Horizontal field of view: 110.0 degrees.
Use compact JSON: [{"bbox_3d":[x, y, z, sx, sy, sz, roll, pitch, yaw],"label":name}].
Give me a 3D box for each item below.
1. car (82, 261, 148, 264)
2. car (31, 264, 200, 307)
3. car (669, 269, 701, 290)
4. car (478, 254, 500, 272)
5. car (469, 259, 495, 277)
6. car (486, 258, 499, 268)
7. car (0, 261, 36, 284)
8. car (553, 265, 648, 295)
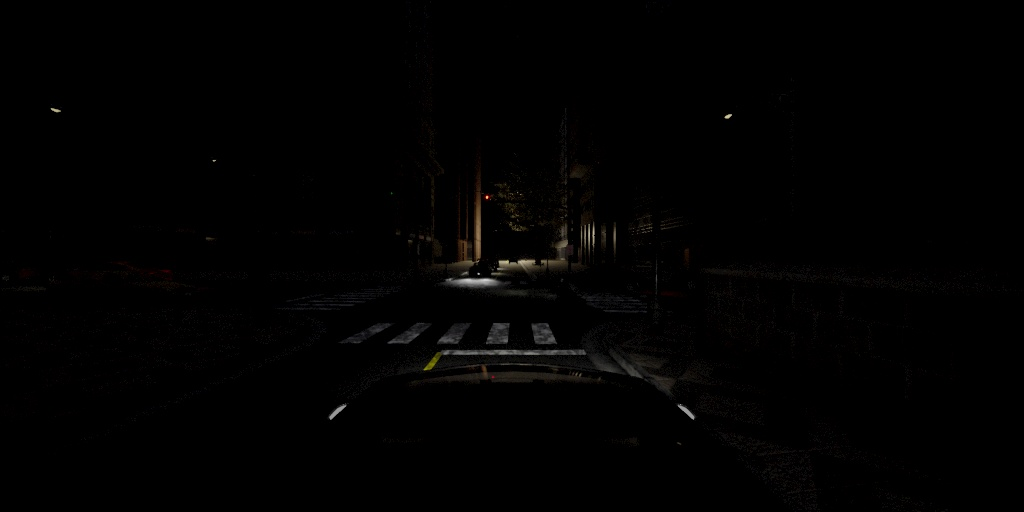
[{"bbox_3d":[-21.721,1.028,19.763,5.008,1.535,1.882,1,0,1],"label":"car"},{"bbox_3d":[-14.896,1.146,13.836,4.829,1.417,1.751,0,0,1],"label":"car"},{"bbox_3d":[11.998,1.381,22.105,4.403,1.370,2.007,0,0,1],"label":"car"},{"bbox_3d":[-2.946,0.830,44.215,2.150,2.045,5.566,0,0,-1],"label":"car"},{"bbox_3d":[-2.981,1.274,34.402,1.895,1.301,4.718,0,0,0],"label":"car"},{"bbox_3d":[-2.893,1.058,54.377,1.812,1.442,4.674,0,0,0],"label":"car"},{"bbox_3d":[-31.852,0.974,22.524,4.507,1.381,1.888,0,0,1],"label":"car"},{"bbox_3d":[4.753,1.252,19.513,5.008,1.535,1.882,1,0,1],"label":"car"}]
